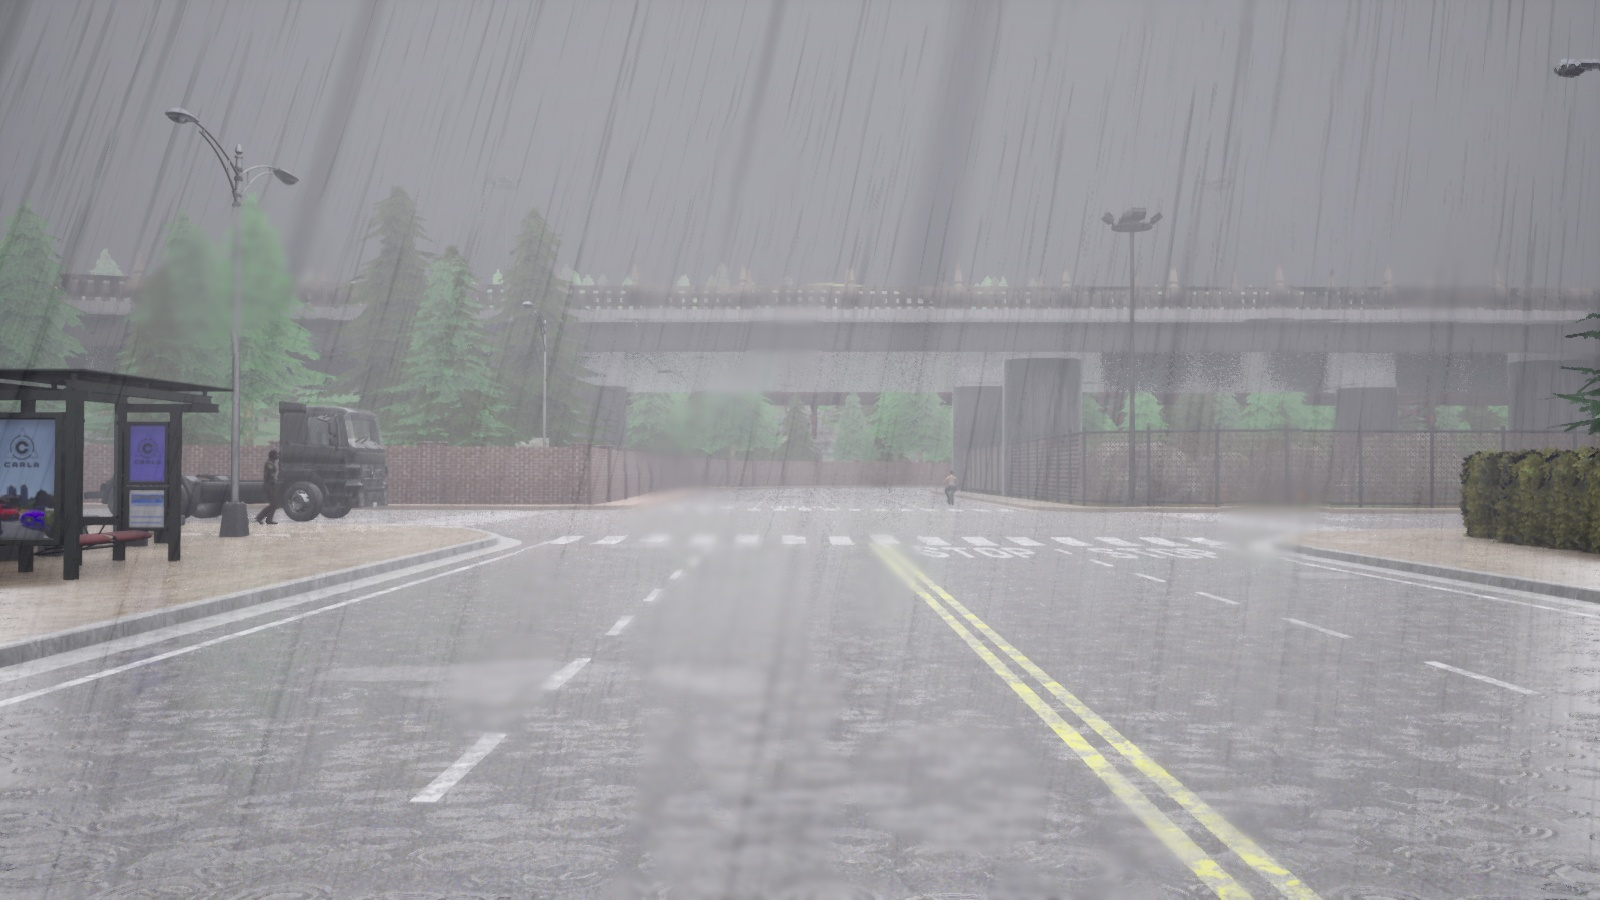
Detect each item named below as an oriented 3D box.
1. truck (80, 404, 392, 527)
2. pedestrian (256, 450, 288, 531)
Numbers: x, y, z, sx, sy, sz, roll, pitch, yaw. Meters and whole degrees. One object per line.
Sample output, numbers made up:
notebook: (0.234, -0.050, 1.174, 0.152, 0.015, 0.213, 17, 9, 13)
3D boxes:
truck: (-16.564, 0.468, 37.267, 7.936, 3.462, 2.891, 0, -1, 1)
pedestrian: (-12.642, 0.968, 30.088, 0.692, 1.930, 0.395, 0, -1, -23)
